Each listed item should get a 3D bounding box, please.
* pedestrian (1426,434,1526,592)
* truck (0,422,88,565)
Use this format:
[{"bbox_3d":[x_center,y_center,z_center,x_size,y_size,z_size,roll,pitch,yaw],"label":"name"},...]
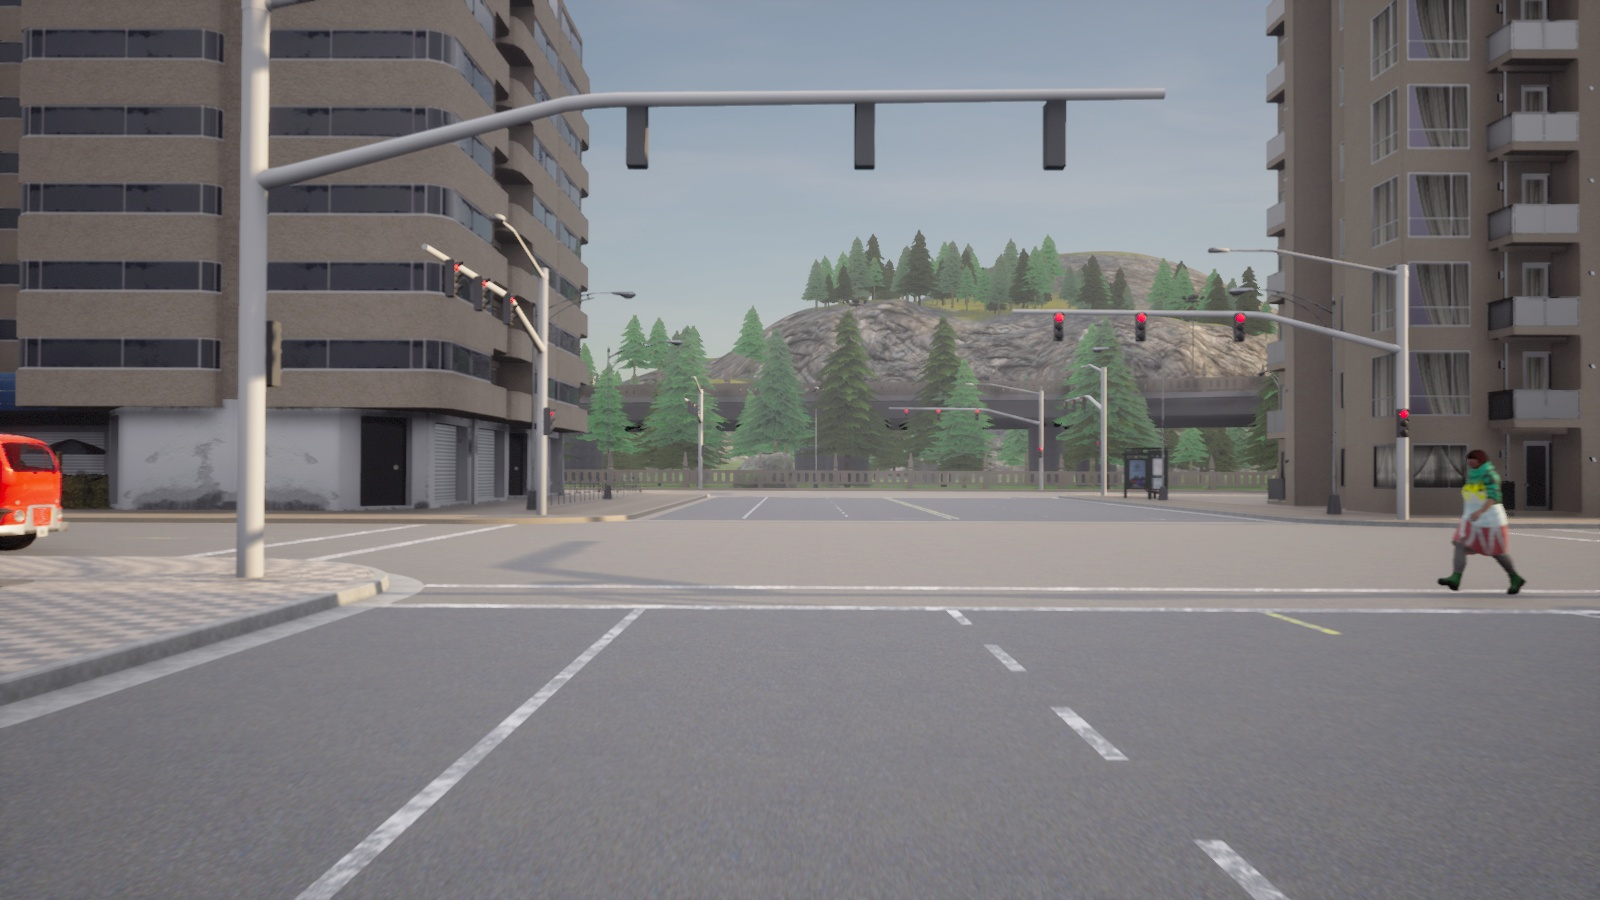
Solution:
[{"bbox_3d":[8.567,0.788,15.941,0.873,1.952,0.659,0,-1,-6],"label":"pedestrian"},{"bbox_3d":[-16.386,0.778,22.978,5.204,2.467,2.627,0,-1,0],"label":"truck"}]
